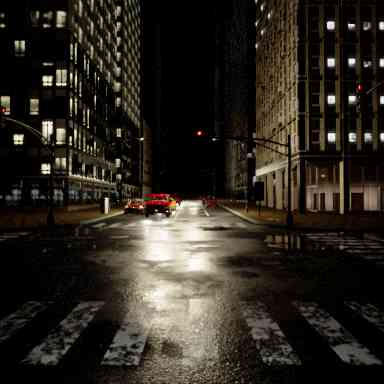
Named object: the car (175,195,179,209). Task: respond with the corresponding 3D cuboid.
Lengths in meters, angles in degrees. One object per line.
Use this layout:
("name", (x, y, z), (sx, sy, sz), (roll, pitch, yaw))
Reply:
("car", (-3.035, 1.493, 41.571), (1.882, 1.535, 5.008), (0, 0, 0))

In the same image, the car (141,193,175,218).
("car", (-3.047, 1.233, 31.144), (2.150, 2.045, 5.566), (0, 0, 0))

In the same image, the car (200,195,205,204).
("car", (2.790, 1.547, 56.341), (1.752, 1.417, 4.829), (1, 0, 0))

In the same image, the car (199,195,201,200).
("car", (2.797, 1.590, 61.748), (1.947, 1.339, 4.313), (1, 0, 0))

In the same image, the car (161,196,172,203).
("car", (-5.566, 1.573, 72.841), (1.887, 1.381, 4.507), (1, 0, 0))

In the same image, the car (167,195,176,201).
("car", (-5.541, 1.587, 89.567), (2.008, 1.369, 4.403), (1, 0, 0))

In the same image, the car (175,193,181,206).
("car", (-2.996, 1.232, 55.076), (2.150, 2.045, 5.566), (0, 1, 0))

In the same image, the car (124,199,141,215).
("car", (-5.623, 1.453, 33.815), (1.967, 1.590, 4.097), (1, 0, 0))

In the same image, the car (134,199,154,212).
("car", (-5.617, 1.597, 39.391), (1.802, 1.307, 4.206), (1, 0, 0))

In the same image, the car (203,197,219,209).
("car", (2.771, 1.599, 45.015), (1.802, 1.307, 4.206), (1, 0, 0))

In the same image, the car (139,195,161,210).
("car", (-5.604, 1.332, 44.966), (2.192, 1.841, 5.009), (1, 0, 0))
